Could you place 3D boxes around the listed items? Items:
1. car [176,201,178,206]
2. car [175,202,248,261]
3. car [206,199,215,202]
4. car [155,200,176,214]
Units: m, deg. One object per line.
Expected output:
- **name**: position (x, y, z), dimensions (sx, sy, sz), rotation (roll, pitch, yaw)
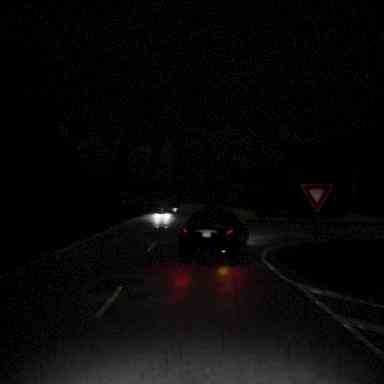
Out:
- **car**: position (-3.457, 2.075, 59.120), dimensions (2.033, 1.411, 5.357), rotation (0, -1, 1)
- **car**: position (0.997, 1.470, 13.178), dimensions (2.097, 1.767, 4.553), rotation (0, -1, 14)
- **car**: position (3.039, 1.945, 54.888), dimensions (1.816, 1.474, 4.193), rotation (-6, 0, -2)
- **car**: position (-3.535, 1.864, 41.707), dimensions (2.128, 1.511, 4.902), rotation (0, -1, 0)
